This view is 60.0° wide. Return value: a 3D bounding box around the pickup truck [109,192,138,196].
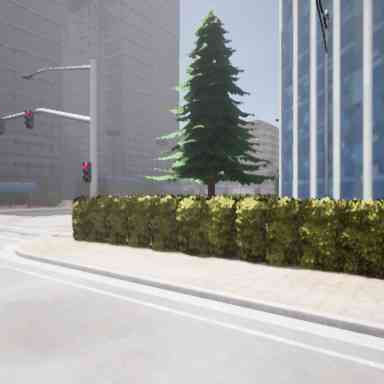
[{"bbox_3d":[-12.158,1.057,59.377,6.274,2.098,2.390,0,0,-24],"label":"pickup truck"}]
